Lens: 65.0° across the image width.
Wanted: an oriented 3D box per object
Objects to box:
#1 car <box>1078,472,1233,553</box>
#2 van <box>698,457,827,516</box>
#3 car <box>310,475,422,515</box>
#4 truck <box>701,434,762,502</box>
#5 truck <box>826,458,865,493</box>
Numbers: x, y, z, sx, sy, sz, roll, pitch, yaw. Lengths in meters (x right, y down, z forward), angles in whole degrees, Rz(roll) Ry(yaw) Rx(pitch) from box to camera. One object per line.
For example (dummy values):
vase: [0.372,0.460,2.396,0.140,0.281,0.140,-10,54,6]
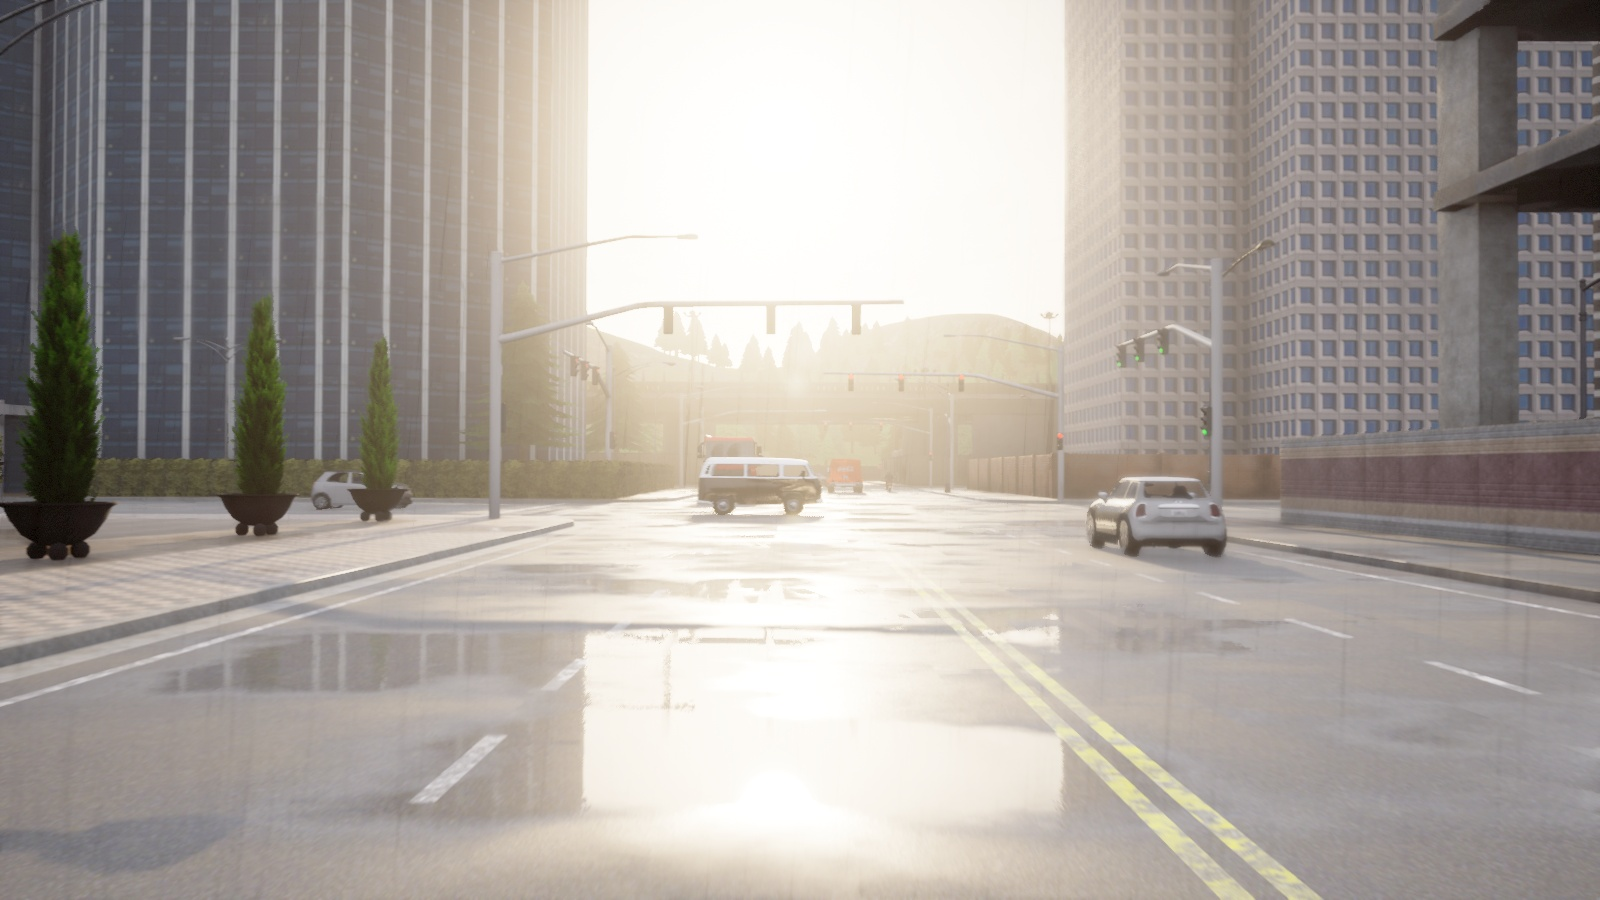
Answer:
car: [6.939,1.170,24.931,1.970,1.475,3.806,0,-1,0]
van: [-1.334,1.292,44.725,4.480,2.038,2.069,0,-1,-1]
car: [-16.536,1.698,47.985,3.633,1.501,1.845,0,-1,-1]
truck: [-3.672,1.000,68.843,2.891,3.462,7.936,0,-1,0]
truck: [3.273,1.856,92.053,2.627,2.467,5.204,0,-1,0]
